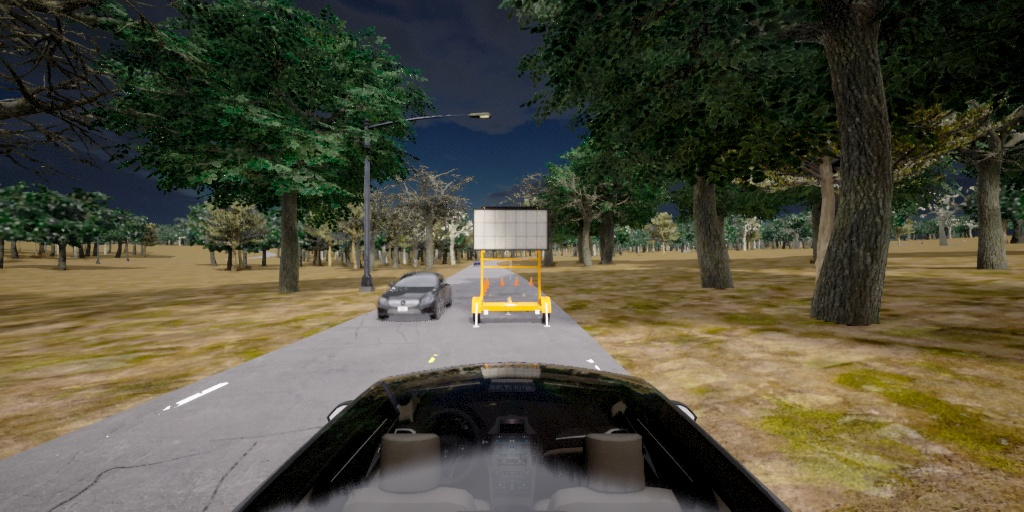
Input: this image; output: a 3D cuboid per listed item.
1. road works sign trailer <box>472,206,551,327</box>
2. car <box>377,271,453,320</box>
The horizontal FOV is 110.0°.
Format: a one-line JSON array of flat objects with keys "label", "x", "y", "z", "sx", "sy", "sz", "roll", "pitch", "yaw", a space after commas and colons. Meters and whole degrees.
[{"label": "road works sign trailer", "x": -0.046, "y": 0.225, "z": 11.523, "sx": 2.380, "sy": 3.560, "sz": 2.880, "roll": 0, "pitch": 0, "yaw": -2}, {"label": "car", "x": -3.228, "y": 1.287, "z": 12.759, "sx": 1.812, "sy": 1.442, "sz": 4.674, "roll": 0, "pitch": 0, "yaw": -1}]
